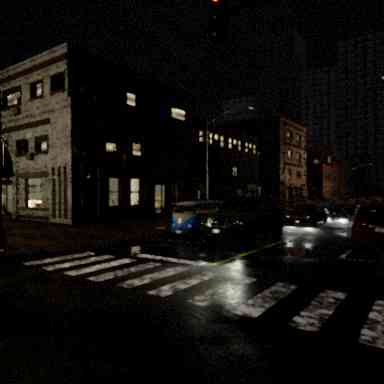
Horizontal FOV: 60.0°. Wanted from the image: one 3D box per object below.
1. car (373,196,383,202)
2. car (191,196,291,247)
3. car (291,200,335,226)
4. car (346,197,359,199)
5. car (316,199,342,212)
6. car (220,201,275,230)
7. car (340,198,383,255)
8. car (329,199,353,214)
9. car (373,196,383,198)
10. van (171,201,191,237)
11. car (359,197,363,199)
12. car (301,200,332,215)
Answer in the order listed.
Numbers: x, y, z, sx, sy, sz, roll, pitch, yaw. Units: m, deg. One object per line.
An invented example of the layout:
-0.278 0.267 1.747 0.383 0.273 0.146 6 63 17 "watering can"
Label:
45.293 1.647 80.550 1.887 1.381 4.507 -1 0 35 "car"
2.569 1.238 15.799 2.150 2.045 5.566 0 0 35 "car"
8.496 1.566 24.161 2.033 1.411 5.357 0 0 35 "car"
22.831 1.574 48.865 1.752 1.417 4.829 -1 0 35 "car"
16.540 1.588 39.990 2.008 1.369 4.403 0 0 35 "car"
3.761 1.465 21.964 1.967 1.590 4.097 0 0 35 "car"
7.404 1.314 12.614 2.192 1.841 5.009 0 0 35 "car"
14.377 1.625 32.432 1.895 1.301 4.718 0 0 35 "car"
10.599 1.315 17.121 2.192 1.841 5.009 0 0 35 "car"
0.566 1.365 17.458 1.690 1.788 3.998 0 0 35 "van"
29.319 1.612 58.017 2.008 1.369 4.403 -1 0 35 "car"
13.345 1.584 35.483 2.008 1.369 4.403 0 0 35 "car"
